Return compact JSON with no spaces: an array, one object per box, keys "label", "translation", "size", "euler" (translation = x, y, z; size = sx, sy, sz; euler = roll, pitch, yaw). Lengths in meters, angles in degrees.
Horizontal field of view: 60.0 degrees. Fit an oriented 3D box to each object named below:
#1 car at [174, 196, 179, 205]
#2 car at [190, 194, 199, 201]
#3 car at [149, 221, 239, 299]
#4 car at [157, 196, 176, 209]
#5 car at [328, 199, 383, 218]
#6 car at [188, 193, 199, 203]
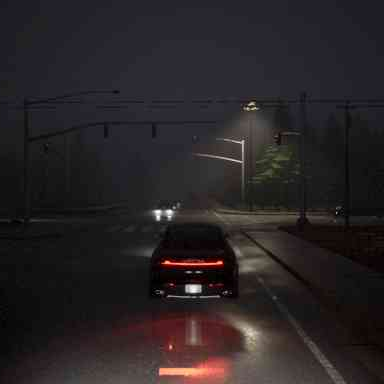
[{"label":"car","translation":[-3.564,1.478,55.147],"size":[1.882,1.535,5.008],"euler":[0,0,0]},{"label":"car","translation":[0.580,1.355,80.886],"size":[2.097,1.767,4.553],"euler":[0,0,2]},{"label":"car","translation":[0.049,1.501,8.461],"size":[1.837,1.490,4.892],"euler":[0,0,1]},{"label":"car","translation":[-3.592,1.601,44.865],"size":[1.895,1.301,4.718],"euler":[0,0,0]},{"label":"car","translation":[14.590,1.379,29.596],"size":[4.553,1.767,2.097],"euler":[0,0,1]},{"label":"car","translation":[0.306,1.224,70.494],"size":[2.150,2.045,5.566],"euler":[0,0,2]}]
